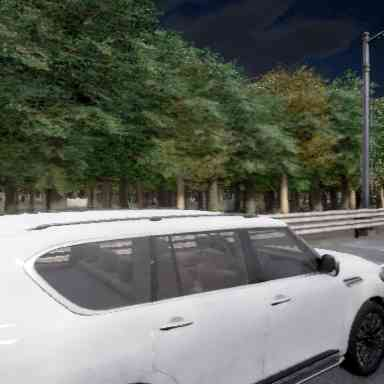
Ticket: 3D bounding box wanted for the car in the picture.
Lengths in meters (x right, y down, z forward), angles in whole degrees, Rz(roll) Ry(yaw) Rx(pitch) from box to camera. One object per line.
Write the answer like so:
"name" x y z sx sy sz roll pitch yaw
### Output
"car" 0.136 1.217 3.886 5.566 2.045 2.150 0 0 -35
